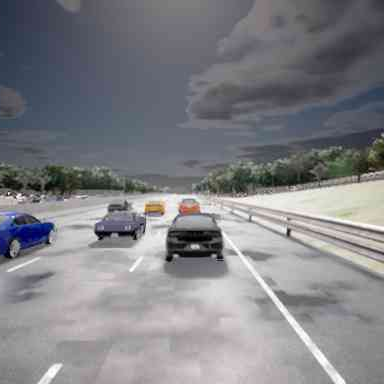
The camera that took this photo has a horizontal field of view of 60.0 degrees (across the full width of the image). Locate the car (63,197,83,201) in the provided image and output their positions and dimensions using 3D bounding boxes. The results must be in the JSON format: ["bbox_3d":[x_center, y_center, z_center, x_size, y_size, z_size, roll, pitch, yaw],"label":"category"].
[{"bbox_3d":[-18.432,1.592,53.054,1.812,1.442,4.674,0,0,-1],"label":"car"}]

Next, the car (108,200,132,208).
[{"bbox_3d":[-7.309,1.560,33.837,1.837,1.490,4.892,0,0,-1],"label":"car"}]

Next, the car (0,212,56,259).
[{"bbox_3d":[-6.922,1.500,12.666,1.882,1.535,5.008,0,0,0],"label":"car"}]

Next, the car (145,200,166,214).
[{"bbox_3d":[-3.842,1.535,35.264,1.882,1.535,5.008,0,0,-1],"label":"car"}]

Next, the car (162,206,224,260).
[{"bbox_3d":[0.080,1.500,12.491,1.882,1.535,5.008,0,0,0],"label":"car"}]

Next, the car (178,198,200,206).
[{"bbox_3d":[-0.299,1.409,33.469,2.097,1.767,4.553,0,0,-1],"label":"car"}]

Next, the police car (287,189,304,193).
[{"bbox_3d":[23.822,-0.185,76.862,2.038,1.542,4.974,0,-4,-15],"label":"police car"}]

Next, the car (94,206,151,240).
[{"bbox_3d":[-3.459,1.632,17.014,1.895,1.301,4.718,0,0,-1],"label":"car"}]

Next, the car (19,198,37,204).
[{"bbox_3d":[-25.409,1.627,52.268,1.994,1.385,4.181,0,0,-1],"label":"car"}]

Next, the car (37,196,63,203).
[{"bbox_3d":[-21.920,1.417,52.447,2.097,1.767,4.553,0,0,-1],"label":"car"}]
